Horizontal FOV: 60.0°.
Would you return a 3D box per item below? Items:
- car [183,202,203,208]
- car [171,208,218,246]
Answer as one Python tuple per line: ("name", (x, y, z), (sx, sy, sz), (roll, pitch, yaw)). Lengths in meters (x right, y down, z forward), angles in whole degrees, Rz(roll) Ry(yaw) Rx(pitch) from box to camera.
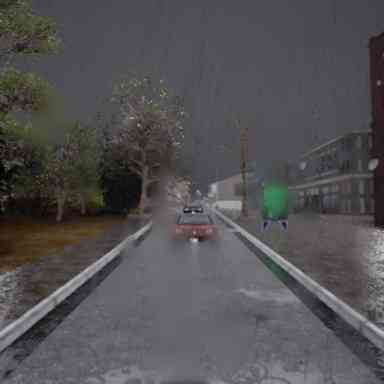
("car", (0.097, 1.664, 32.856), (1.895, 1.301, 4.718), (-1, -1, 0))
("car", (0.097, 1.616, 15.324), (1.895, 1.301, 4.718), (0, 0, 0))
